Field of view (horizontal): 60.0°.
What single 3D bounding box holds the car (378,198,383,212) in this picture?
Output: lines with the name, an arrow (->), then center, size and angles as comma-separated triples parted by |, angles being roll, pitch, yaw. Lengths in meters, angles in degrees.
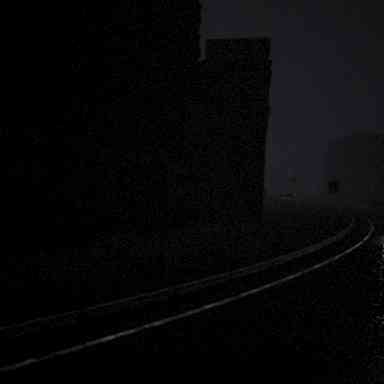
car -> 11.282, 1.357, 17.669 | 2.128, 1.511, 4.902 | 2, 1, 29

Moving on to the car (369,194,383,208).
car -> 21.088, 1.042, 36.192 | 2.097, 1.767, 4.553 | 3, 2, 8

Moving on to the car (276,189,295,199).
car -> 16.294, 0.238, 58.028 | 1.882, 1.535, 5.008 | 4, 2, -9
